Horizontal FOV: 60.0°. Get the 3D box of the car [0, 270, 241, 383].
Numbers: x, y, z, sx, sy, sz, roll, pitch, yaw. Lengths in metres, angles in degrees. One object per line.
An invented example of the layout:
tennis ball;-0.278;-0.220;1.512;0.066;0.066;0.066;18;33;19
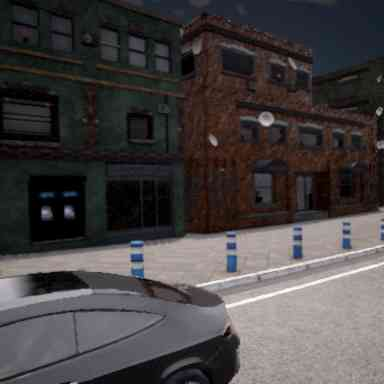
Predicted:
car;-1.628;1.526;2.831;4.674;1.442;1.812;0;0;-35
